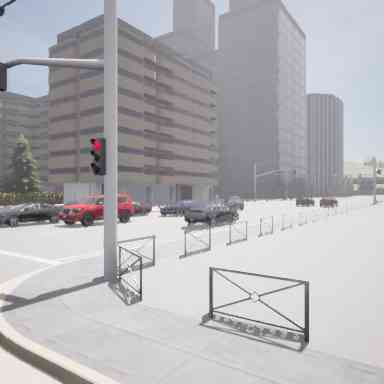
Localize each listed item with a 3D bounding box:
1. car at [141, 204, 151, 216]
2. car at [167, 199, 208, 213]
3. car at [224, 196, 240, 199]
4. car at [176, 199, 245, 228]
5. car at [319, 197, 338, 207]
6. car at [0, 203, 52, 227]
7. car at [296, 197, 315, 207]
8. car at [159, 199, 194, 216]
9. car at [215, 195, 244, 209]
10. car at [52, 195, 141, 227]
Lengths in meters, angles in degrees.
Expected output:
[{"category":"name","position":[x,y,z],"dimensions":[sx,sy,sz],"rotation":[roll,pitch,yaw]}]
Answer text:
[{"category":"car","position":[-5.952,1.601,30.549],"dimensions":[1.895,1.301,4.718],"rotation":[0,0,35]},{"category":"car","position":[-0.408,1.547,38.594],"dimensions":[2.033,1.411,5.357],"rotation":[0,0,35]},{"category":"car","position":[4.678,1.526,39.785],"dimensions":[1.812,1.442,4.674],"rotation":[0,0,35]},{"category":"car","position":[1.397,1.491,22.350],"dimensions":[2.128,1.511,4.902],"rotation":[0,0,34]},{"category":"car","position":[20.870,1.478,50.651],"dimensions":[1.882,1.535,5.008],"rotation":[0,0,35]},{"category":"car","position":[-11.209,1.492,22.916],"dimensions":[2.128,1.511,4.902],"rotation":[0,0,35]},{"category":"car","position":[17.946,1.478,52.544],"dimensions":[1.882,1.535,5.008],"rotation":[0,0,35]},{"category":"car","position":[-1.005,1.601,31.562],"dimensions":[1.895,1.301,4.718],"rotation":[0,0,35]},{"category":"car","position":[5.382,1.352,46.932],"dimensions":[2.097,1.767,4.553],"rotation":[0,0,35]},{"category":"car","position":[-6.547,1.221,23.516],"dimensions":[2.150,2.045,5.566],"rotation":[0,0,35]}]
